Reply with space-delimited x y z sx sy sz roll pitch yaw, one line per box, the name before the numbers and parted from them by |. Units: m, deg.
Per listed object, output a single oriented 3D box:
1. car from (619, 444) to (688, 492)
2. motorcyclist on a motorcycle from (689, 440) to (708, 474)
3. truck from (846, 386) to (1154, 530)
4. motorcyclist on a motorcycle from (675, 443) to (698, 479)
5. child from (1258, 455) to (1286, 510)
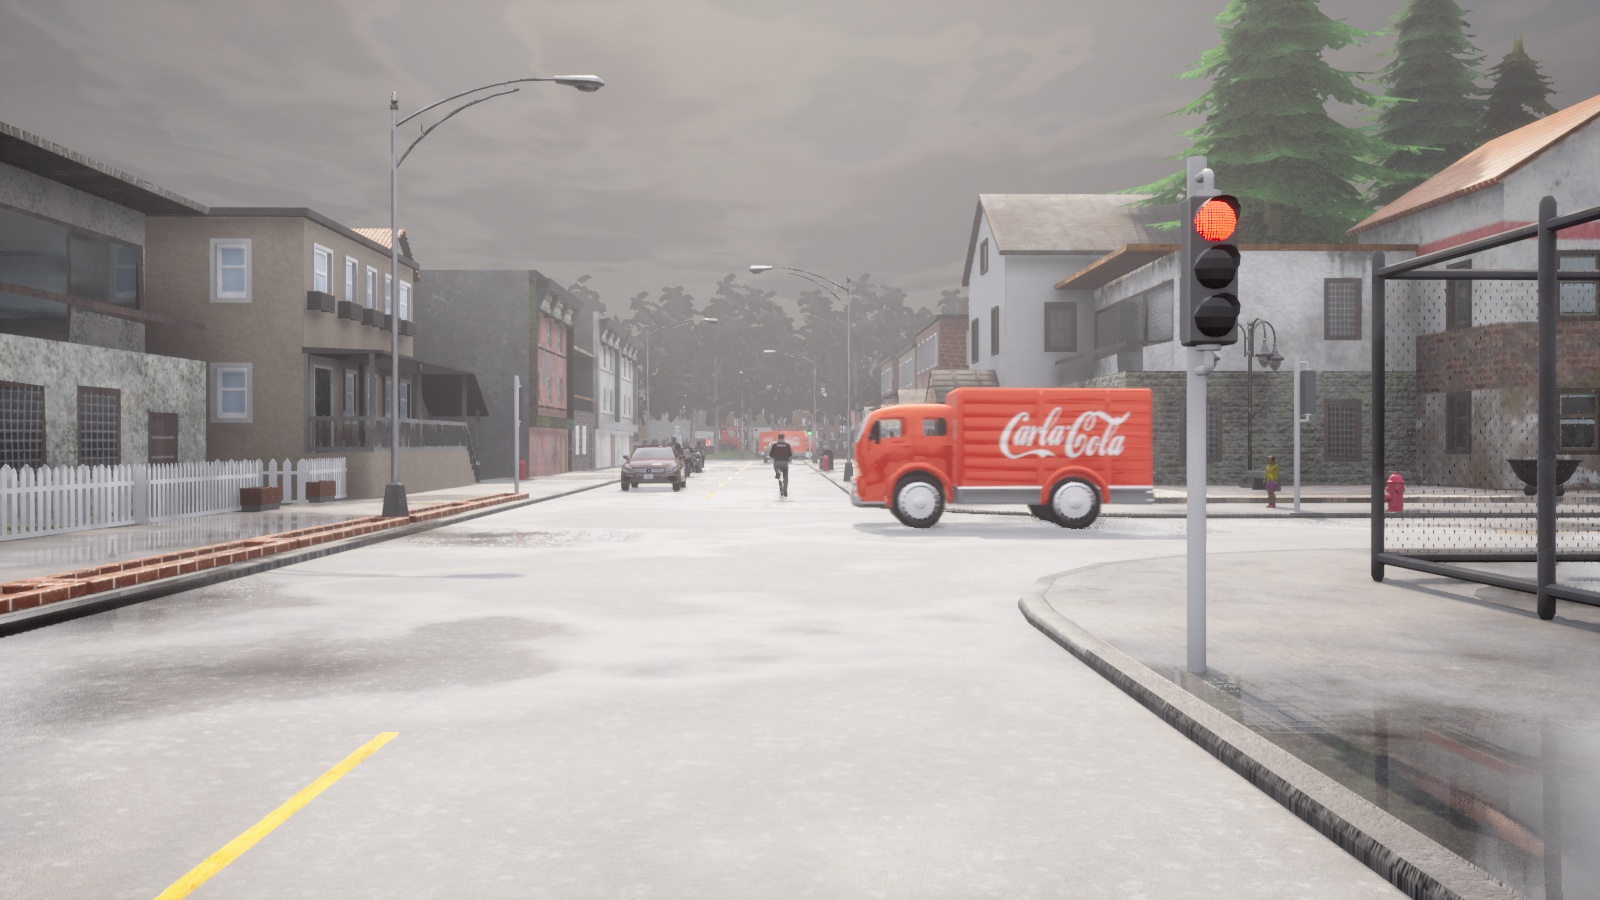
car | -4.706 0.538 40.827 1.812 1.442 4.674 0 0 -2
motorcyclist on a motorcycle | -5.101 0.336 63.268 0.766 1.649 2.350 0 0 -1
truck | 3.458 0.134 22.773 5.204 2.467 2.627 0 0 1
motorcyclist on a motorcycle | -4.953 0.467 55.038 0.866 1.530 2.191 0 0 -1
child | 10.032 0.690 26.706 0.473 1.160 0.299 0 0 -21
